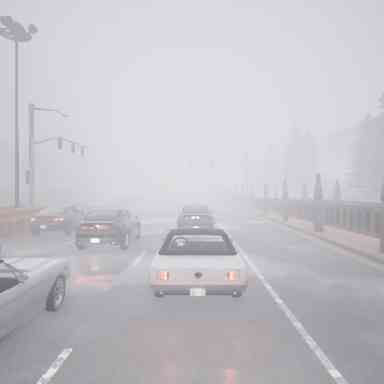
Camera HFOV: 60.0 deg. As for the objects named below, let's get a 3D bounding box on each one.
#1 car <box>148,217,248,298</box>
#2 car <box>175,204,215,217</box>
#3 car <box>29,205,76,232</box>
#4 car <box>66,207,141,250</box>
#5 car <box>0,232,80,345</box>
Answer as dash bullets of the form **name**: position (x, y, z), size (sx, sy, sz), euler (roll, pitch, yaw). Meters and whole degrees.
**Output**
- **car**: position (0.131, 1.549, 8.371), size (1.895, 1.301, 4.718), euler (0, 0, 0)
- **car**: position (0.186, 1.384, 17.631), size (1.837, 1.490, 4.892), euler (0, 0, 0)
- **car**: position (-6.843, 1.405, 17.537), size (1.812, 1.442, 4.674), euler (0, 0, -1)
- **car**: position (-3.338, 1.411, 13.908), size (1.837, 1.490, 4.892), euler (0, 0, 0)
- **car**: position (-3.385, 1.576, 4.682), size (1.895, 1.301, 4.718), euler (0, 0, 0)
